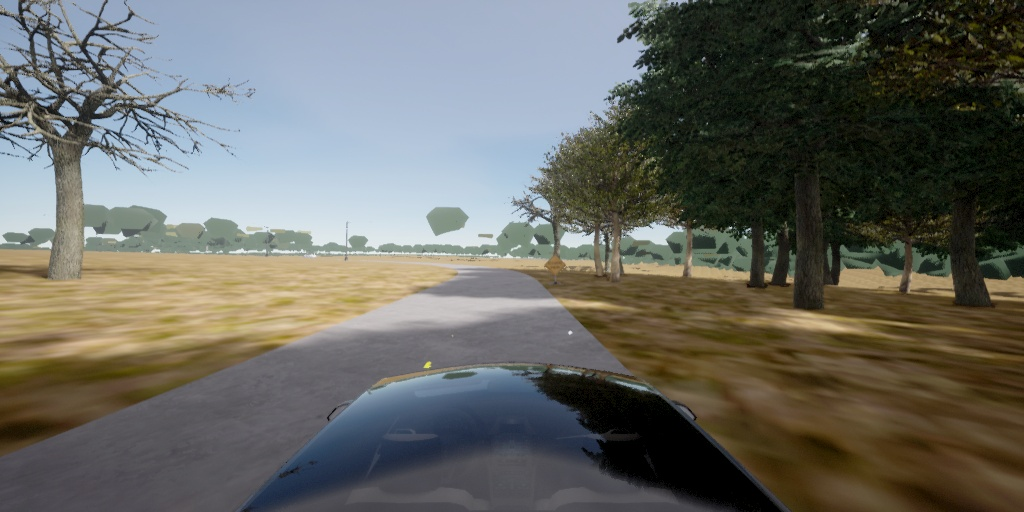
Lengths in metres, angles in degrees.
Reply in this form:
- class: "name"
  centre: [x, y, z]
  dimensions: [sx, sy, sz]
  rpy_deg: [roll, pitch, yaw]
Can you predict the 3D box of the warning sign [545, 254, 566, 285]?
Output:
- class: "warning sign"
  centre: [2.650, 0.819, 21.812]
  dimensions: [1.300, 1.860, 1.060]
  rpy_deg: [0, 0, 0]
